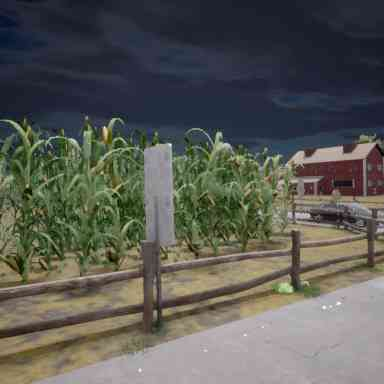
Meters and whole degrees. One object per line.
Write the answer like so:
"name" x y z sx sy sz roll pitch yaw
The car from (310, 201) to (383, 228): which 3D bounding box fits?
"car" 10.054 1.391 21.592 1.837 1.490 4.892 -2 2 -33
